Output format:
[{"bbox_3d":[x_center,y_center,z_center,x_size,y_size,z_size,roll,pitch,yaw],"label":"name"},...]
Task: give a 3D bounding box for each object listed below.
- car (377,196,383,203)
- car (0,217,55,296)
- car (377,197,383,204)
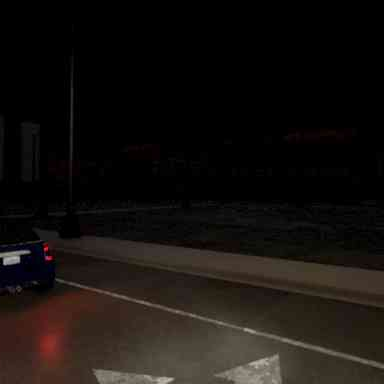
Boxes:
[{"bbox_3d":[39.874,1.581,67.995,1.853,1.218,4.536,1,1,6],"label":"car"},{"bbox_3d":[-5.244,1.353,7.742,4.553,1.767,2.097,0,0,36],"label":"car"},{"bbox_3d":[39.867,1.739,67.944,2.038,1.542,4.974,1,1,6],"label":"car"}]
